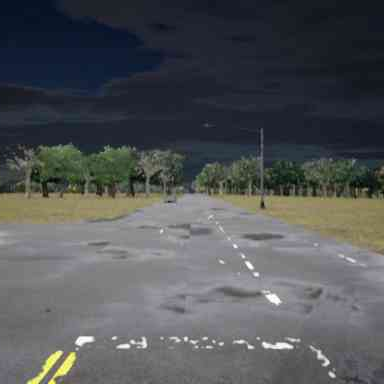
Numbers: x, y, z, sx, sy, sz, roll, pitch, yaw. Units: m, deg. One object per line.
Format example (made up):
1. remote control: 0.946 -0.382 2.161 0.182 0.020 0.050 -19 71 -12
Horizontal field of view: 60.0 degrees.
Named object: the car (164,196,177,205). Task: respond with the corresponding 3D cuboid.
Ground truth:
1. car: -3.612 1.398 56.248 1.994 1.385 4.181 0 0 0
